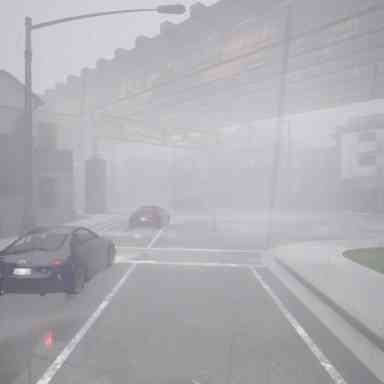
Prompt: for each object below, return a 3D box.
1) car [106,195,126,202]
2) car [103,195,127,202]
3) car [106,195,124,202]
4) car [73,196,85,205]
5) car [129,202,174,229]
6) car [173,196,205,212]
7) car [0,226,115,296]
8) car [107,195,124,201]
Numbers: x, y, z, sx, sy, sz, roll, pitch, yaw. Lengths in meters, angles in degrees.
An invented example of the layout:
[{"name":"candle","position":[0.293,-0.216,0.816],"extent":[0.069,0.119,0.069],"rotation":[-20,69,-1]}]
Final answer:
[{"name":"car","position":[-16.798,1.295,72.447],"extent":[4.536,1.218,1.853],"rotation":[0,0,-15]},{"name":"car","position":[-16.848,1.453,72.434],"extent":[4.974,1.542,2.038],"rotation":[0,0,-15]},{"name":"car","position":[-17.526,1.453,76.103],"extent":[2.038,1.542,4.974],"rotation":[0,0,15]},{"name":"car","position":[-20.546,1.477,58.922],"extent":[1.882,1.535,5.008],"rotation":[0,0,-45]},{"name":"car","position":[-2.659,1.564,21.596],"extent":[1.994,1.385,4.181],"rotation":[0,0,6]},{"name":"car","position":[-0.718,1.352,38.863],"extent":[2.097,1.767,4.553],"rotation":[0,0,-45]},{"name":"car","position":[-3.378,1.564,8.675],"extent":[1.994,1.385,4.181],"rotation":[0,0,0]},{"name":"car","position":[-17.513,1.295,76.153],"extent":[1.853,1.218,4.536],"rotation":[0,0,15]}]
